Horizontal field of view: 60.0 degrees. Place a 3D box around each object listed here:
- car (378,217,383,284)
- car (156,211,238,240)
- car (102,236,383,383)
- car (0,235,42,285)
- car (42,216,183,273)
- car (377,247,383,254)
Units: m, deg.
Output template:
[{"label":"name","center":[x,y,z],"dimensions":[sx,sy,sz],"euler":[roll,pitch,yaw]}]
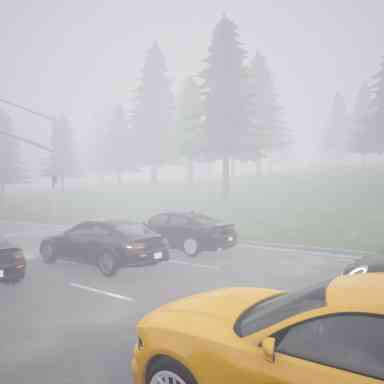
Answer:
[{"label":"car","center":[7.156,1.478,7.487],"dimensions":[5.008,1.535,1.882],"euler":[0,0,35]},{"label":"car","center":[-0.662,1.478,13.030],"dimensions":[5.008,1.535,1.882],"euler":[0,0,36]},{"label":"car","center":[1.661,1.478,2.809],"dimensions":[5.008,1.535,1.882],"euler":[0,0,36]},{"label":"car","center":[-5.873,1.526,8.161],"dimensions":[4.674,1.442,1.812],"euler":[0,0,36]},{"label":"car","center":[-2.771,1.526,10.236],"dimensions":[4.674,1.442,1.812],"euler":[0,0,36]},{"label":"car","center":[4.647,1.352,4.976],"dimensions":[4.553,1.767,2.097],"euler":[0,0,36]}]
